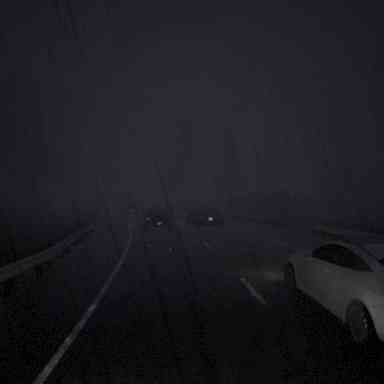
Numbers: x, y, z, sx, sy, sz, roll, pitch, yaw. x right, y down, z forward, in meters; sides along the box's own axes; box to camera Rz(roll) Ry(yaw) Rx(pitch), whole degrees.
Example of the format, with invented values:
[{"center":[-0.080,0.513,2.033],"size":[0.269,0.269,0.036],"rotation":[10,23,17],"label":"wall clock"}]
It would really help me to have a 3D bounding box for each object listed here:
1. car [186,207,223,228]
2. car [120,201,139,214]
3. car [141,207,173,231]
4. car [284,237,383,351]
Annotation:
[{"center":[0.843,1.789,24.008],"size":[1.994,1.385,4.181],"rotation":[0,-1,-11],"label":"car"},{"center":[-7.751,1.908,41.003],"size":[1.837,1.490,4.892],"rotation":[0,-1,-20],"label":"car"},{"center":[-2.401,1.742,22.375],"size":[1.812,1.442,4.674],"rotation":[0,0,-11],"label":"car"},{"center":[3.248,1.578,6.209],"size":[1.812,1.442,4.674],"rotation":[0,-1,-3],"label":"car"}]
